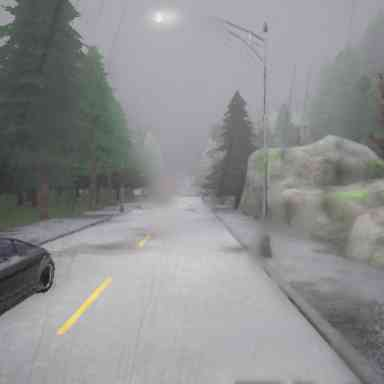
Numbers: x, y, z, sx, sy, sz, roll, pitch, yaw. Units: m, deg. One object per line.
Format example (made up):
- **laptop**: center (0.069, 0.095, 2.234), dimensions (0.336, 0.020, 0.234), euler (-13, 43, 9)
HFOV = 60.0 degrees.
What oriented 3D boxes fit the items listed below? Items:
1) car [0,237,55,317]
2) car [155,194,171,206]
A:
- **car**: center (-4.099, 1.515, 5.884), dimensions (1.994, 1.385, 4.181), euler (0, 0, 0)
- **car**: center (-4.074, 1.107, 47.351), dimensions (2.128, 1.511, 4.902), euler (0, 0, 0)
